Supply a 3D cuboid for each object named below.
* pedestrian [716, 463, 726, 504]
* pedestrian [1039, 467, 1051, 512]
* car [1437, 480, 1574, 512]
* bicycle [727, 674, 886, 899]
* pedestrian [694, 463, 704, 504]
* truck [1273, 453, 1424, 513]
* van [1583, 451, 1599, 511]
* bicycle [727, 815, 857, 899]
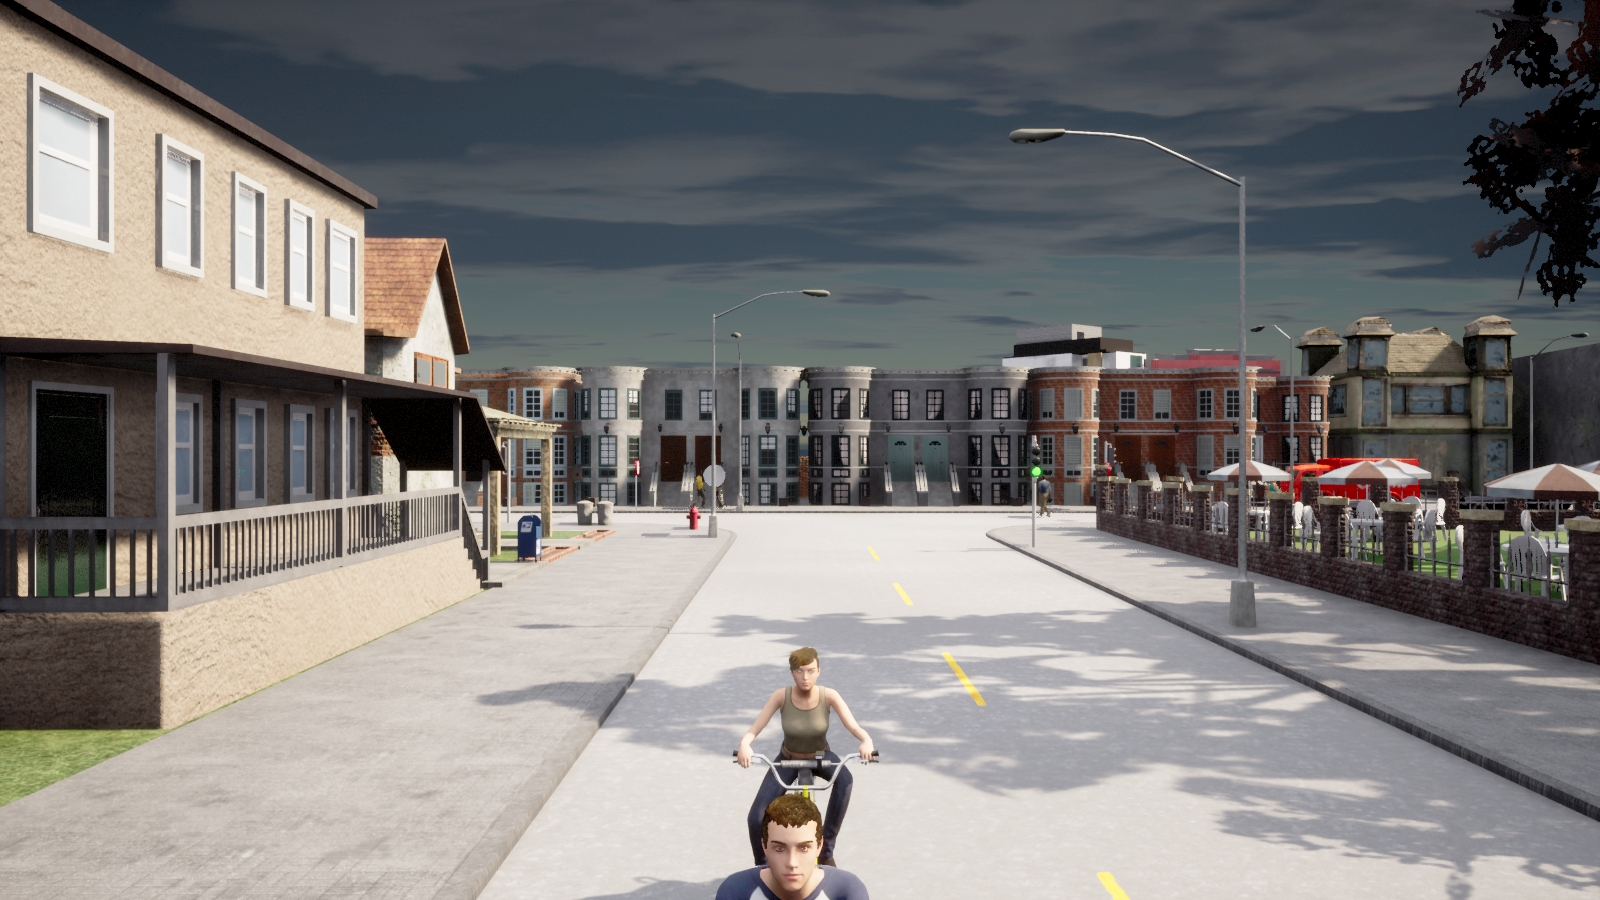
[{"bbox_3d":[-3.658,1.546,52.805,0.375,1.860,0.375,0,0,10],"label":"pedestrian"},{"bbox_3d":[10.195,1.648,47.570,0.375,1.860,0.375,0,0,-20],"label":"pedestrian"},{"bbox_3d":[30.125,1.955,48.889,4.718,1.301,1.895,0,0,0],"label":"car"},{"bbox_3d":[0.033,2.040,6.906,0.859,1.080,1.487,0,0,0],"label":"bicycle"},{"bbox_3d":[-4.616,1.546,52.316,0.375,1.860,0.375,0,0,12],"label":"pedestrian"},{"bbox_3d":[23.374,1.365,48.875,5.204,2.467,2.627,0,0,0],"label":"truck"},{"bbox_3d":[37.194,1.334,48.909,5.915,2.561,1.988,0,0,1],"label":"van"},{"bbox_3d":[-0.022,1.938,3.212,0.373,1.296,1.643,0,0,0],"label":"bicycle"}]
